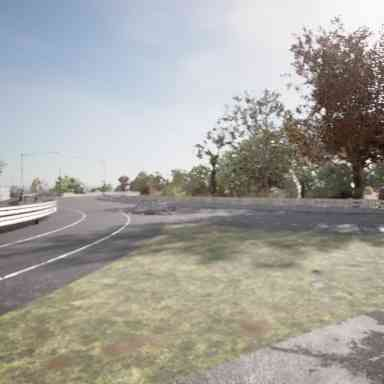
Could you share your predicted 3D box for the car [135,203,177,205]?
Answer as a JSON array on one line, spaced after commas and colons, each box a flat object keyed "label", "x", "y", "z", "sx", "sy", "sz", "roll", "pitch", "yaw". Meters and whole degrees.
[{"label": "car", "x": -3.476, "y": 1.190, "z": 31.774, "sx": 4.718, "sy": 1.301, "sz": 1.895, "roll": 0, "pitch": 1, "yaw": 44}]
